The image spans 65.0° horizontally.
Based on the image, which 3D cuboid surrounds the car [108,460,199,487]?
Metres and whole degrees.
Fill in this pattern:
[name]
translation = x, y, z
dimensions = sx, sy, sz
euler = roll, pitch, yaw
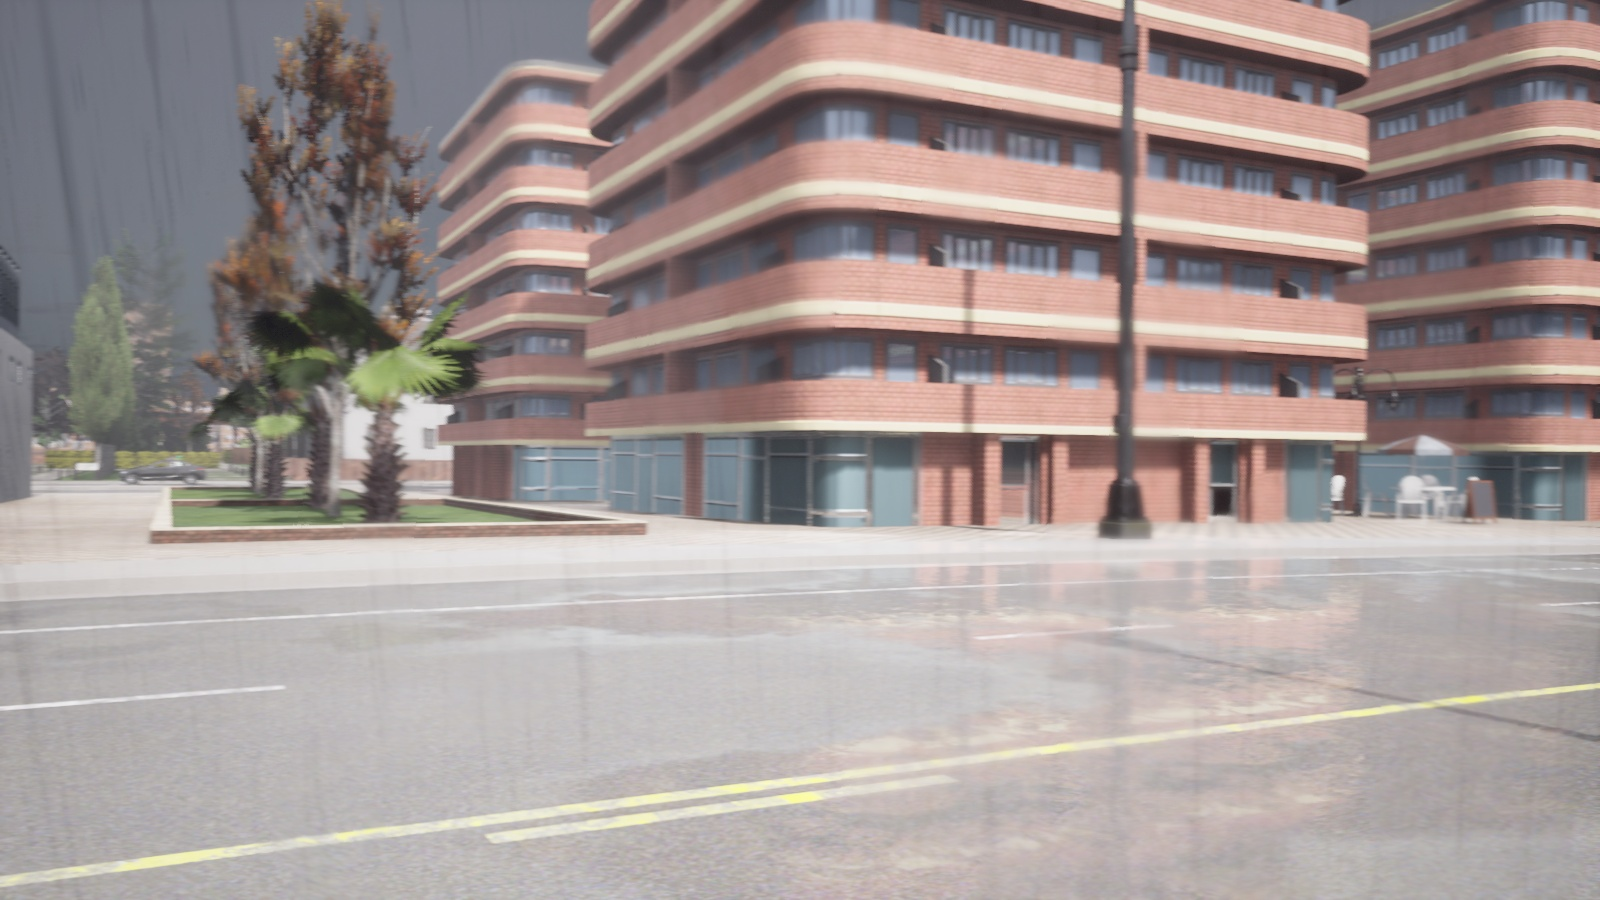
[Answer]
[car]
translation = -40.891, 1.446, 79.533
dimensions = 5.027, 1.651, 2.152
euler = 0, 0, -27
